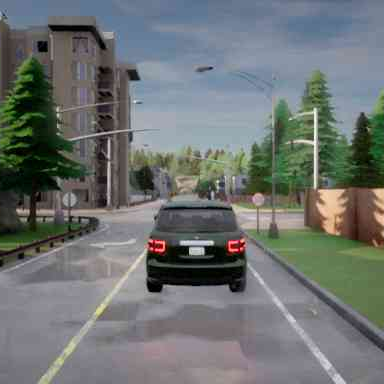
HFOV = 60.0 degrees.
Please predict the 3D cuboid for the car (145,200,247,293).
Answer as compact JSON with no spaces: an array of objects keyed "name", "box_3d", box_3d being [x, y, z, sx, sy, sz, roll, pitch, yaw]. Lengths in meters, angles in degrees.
[{"name":"car","box_3d":[0.093,1.219,9.018,2.150,2.045,5.566,0,0,0]}]
